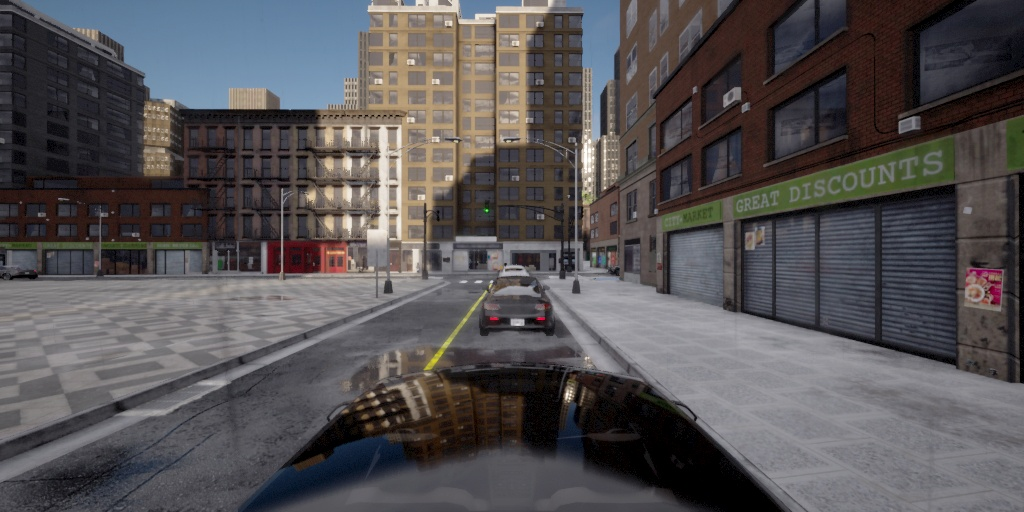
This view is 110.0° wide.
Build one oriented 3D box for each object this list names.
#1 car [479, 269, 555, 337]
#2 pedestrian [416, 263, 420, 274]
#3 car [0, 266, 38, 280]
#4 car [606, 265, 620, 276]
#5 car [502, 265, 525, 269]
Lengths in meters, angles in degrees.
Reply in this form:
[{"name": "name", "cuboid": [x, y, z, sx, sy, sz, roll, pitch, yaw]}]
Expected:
[{"name": "car", "cuboid": [0.121, 1.274, 10.115, 1.812, 1.442, 4.674, 0, 0, 0]}, {"name": "pedestrian", "cuboid": [-10.044, 0.969, 38.244, 0.375, 1.860, 0.375, 0, 0, -1]}, {"name": "car", "cuboid": [-49.087, 1.634, 34.831, 4.181, 1.385, 1.994, 0, 0, 1]}, {"name": "car", "cuboid": [11.728, 1.151, 35.415, 4.674, 1.442, 1.812, -1, 0, -2]}, {"name": "car", "cuboid": [0.103, 1.268, 21.705, 1.812, 1.442, 4.674, 0, 0, -1]}]
